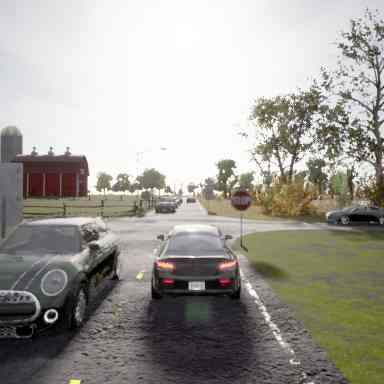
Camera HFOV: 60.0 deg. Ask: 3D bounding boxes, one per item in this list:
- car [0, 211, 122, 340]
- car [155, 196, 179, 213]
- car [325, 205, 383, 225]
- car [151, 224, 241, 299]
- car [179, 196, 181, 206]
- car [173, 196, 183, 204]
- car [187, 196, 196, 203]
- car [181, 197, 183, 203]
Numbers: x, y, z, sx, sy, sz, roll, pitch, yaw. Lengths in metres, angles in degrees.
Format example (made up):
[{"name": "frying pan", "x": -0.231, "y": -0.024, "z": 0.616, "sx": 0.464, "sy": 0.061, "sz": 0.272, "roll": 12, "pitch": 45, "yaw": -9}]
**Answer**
[{"name": "car", "x": -2.869, "y": 1.355, "z": 6.864, "sx": 2.097, "sy": 1.767, "sz": 4.553, "roll": 0, "pitch": 0, "yaw": 0}, {"name": "car", "x": -2.944, "y": 1.380, "z": 37.367, "sx": 2.097, "sy": 1.767, "sz": 4.553, "roll": 0, "pitch": 0, "yaw": 0}, {"name": "car", "x": 12.916, "y": 1.742, "z": 25.789, "sx": 4.902, "sy": 1.511, "sz": 2.128, "roll": 1, "pitch": -1, "yaw": 0}, {"name": "car", "x": 0.074, "y": 1.529, "z": 8.305, "sx": 1.812, "sy": 1.442, "sz": 4.674, "roll": 0, "pitch": 0, "yaw": 0}, {"name": "car", "x": -2.960, "y": 1.547, "z": 47.666, "sx": 1.837, "sy": 1.490, "sz": 4.892, "roll": 0, "pitch": 0, "yaw": 0}, {"name": "car", "x": -2.938, "y": 1.558, "z": 69.232, "sx": 1.882, "sy": 1.535, "sz": 5.008, "roll": 0, "pitch": 0, "yaw": 0}, {"name": "car", "x": -0.194, "y": 1.644, "z": 74.604, "sx": 1.994, "sy": 1.385, "sz": 4.181, "roll": 0, "pitch": 0, "yaw": 0}, {"name": "car", "x": -2.966, "y": 1.606, "z": 57.955, "sx": 2.033, "sy": 1.411, "sz": 5.357, "roll": 0, "pitch": 0, "yaw": 0}]
